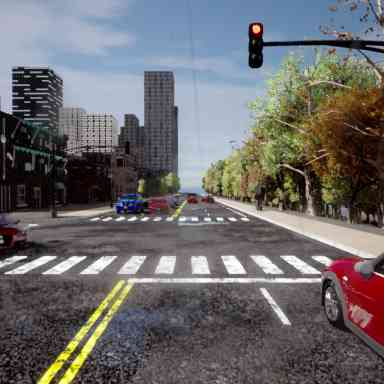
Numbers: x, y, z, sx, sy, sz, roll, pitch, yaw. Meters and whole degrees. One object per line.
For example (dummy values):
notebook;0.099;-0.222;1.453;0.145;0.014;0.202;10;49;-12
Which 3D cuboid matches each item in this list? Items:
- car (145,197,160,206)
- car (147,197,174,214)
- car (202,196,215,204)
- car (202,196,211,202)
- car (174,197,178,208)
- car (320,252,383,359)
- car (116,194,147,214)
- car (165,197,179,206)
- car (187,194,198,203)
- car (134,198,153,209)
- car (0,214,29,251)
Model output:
car;-6.546;1.544;55.558;1.994;1.385;4.181;0;0;1
car;-3.321;1.467;35.531;1.882;1.535;5.008;0;0;0
car;3.379;1.453;65.332;1.882;1.535;5.008;0;0;0
car;3.285;1.523;75.475;1.994;1.385;4.181;0;0;0
car;-3.311;1.532;45.429;2.033;1.411;5.357;0;0;0
car;3.350;1.351;4.160;2.097;1.767;4.553;0;0;0
car;-6.568;1.210;35.782;2.150;2.045;5.566;0;0;0
car;-3.299;1.527;56.002;2.033;1.411;5.357;0;0;0
car;0.131;1.539;65.975;1.994;1.385;4.181;0;0;0
car;-6.563;1.585;45.529;1.895;1.301;4.718;0;0;0
car;-7.909;1.566;13.250;1.994;1.385;4.181;0;0;-37
